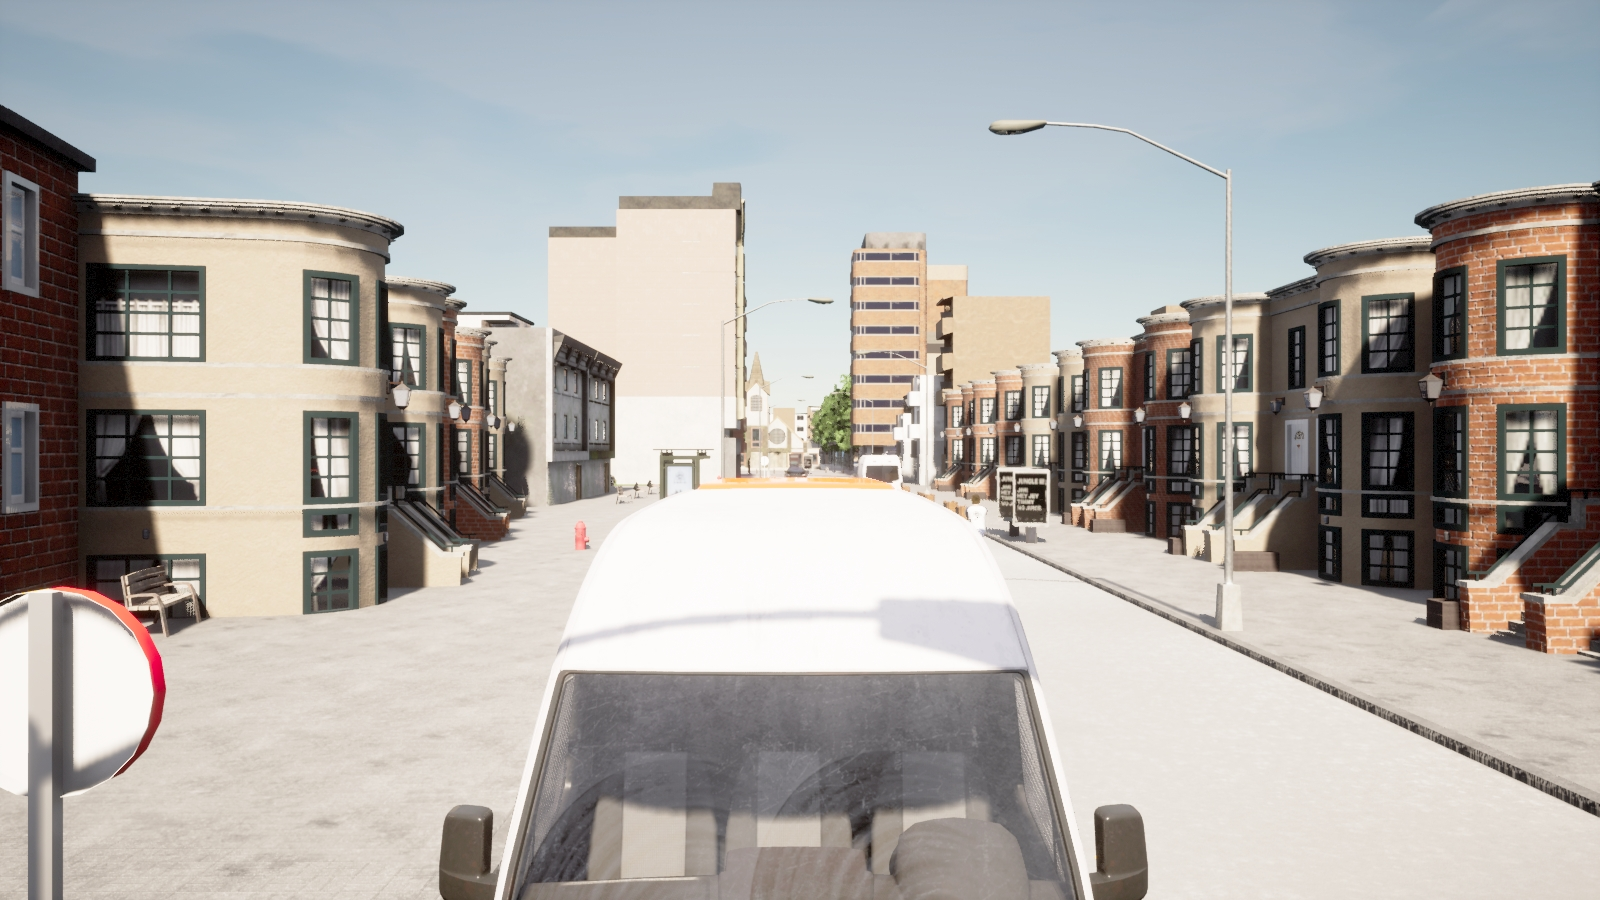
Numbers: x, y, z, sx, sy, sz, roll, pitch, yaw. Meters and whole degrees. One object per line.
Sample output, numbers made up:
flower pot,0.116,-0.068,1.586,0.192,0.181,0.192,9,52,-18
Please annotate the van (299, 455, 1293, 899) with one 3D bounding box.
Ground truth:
van,-0.019,1.314,5.243,1.988,2.561,5.915,0,0,0

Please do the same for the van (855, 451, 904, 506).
van,3.826,1.314,56.095,1.988,2.561,5.915,0,0,0
